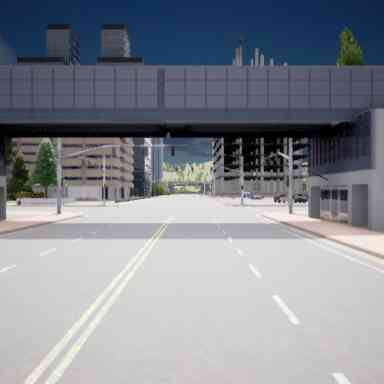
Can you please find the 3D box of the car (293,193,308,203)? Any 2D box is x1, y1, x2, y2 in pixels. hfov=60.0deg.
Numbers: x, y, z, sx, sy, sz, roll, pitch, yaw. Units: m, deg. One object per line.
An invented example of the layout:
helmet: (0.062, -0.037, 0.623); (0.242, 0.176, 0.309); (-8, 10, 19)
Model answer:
car: (19.526, 1.123, 61.583); (1.905, 1.878, 3.866); (0, 0, 0)

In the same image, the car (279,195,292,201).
car: (22.175, 1.365, 79.059); (1.970, 1.475, 3.806); (0, 0, 0)

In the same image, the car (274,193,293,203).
car: (16.632, 1.119, 61.628); (1.932, 1.855, 4.605); (0, 0, 0)
